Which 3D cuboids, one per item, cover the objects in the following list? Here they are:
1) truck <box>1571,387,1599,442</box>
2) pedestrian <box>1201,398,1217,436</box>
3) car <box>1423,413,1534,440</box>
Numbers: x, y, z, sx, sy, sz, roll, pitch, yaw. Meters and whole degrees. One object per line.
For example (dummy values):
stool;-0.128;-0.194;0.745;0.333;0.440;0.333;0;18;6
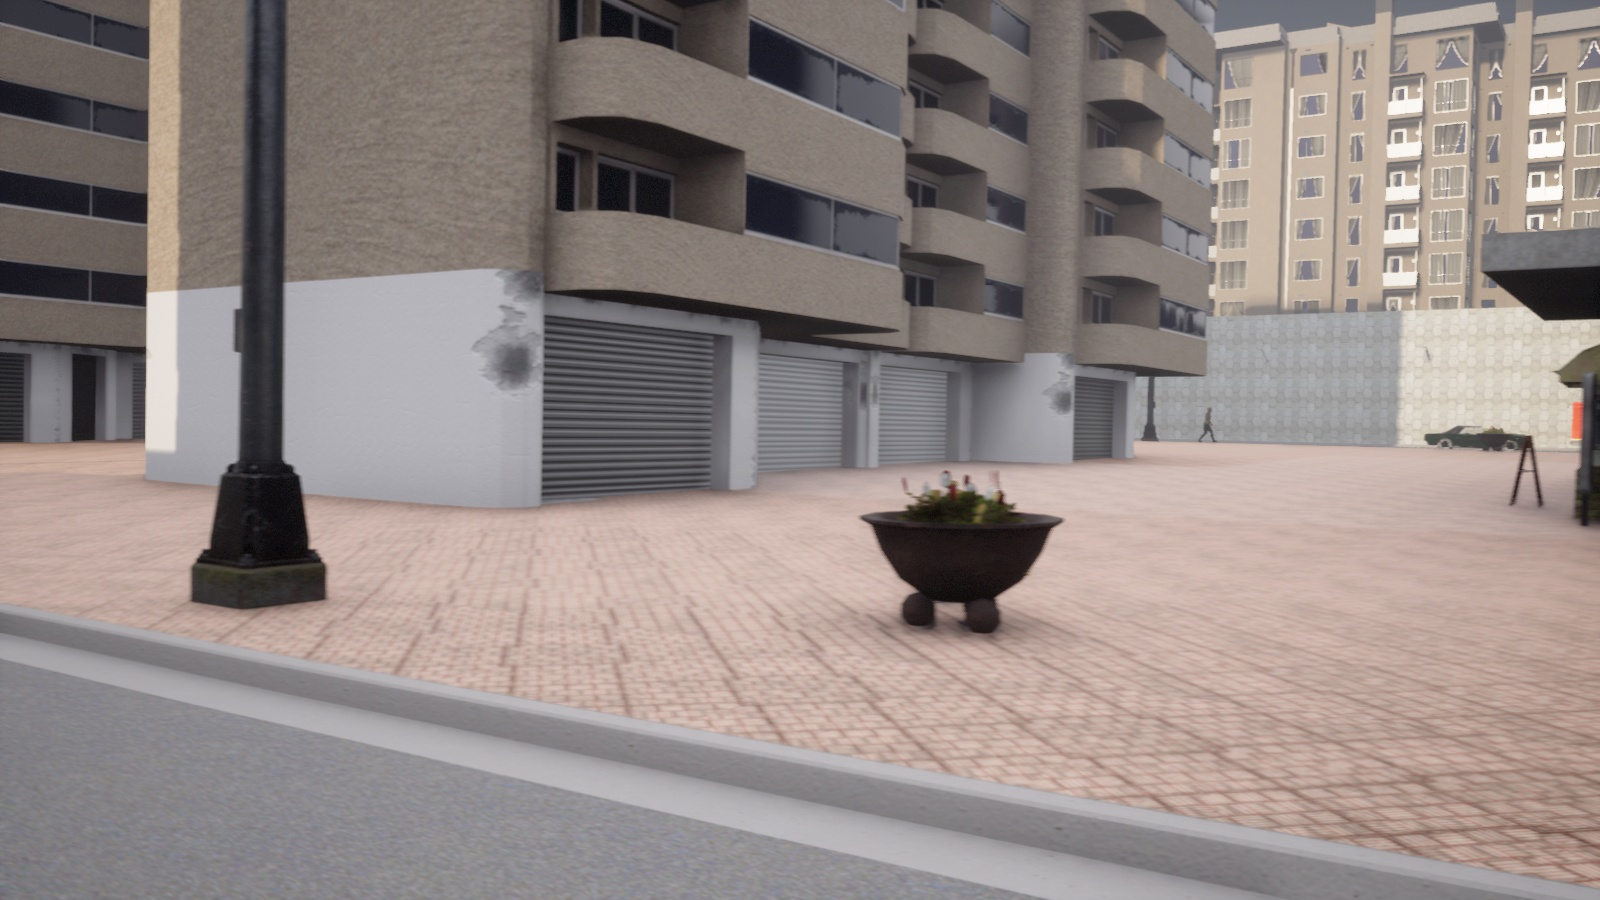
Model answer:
truck;37.869;-1.610;56.546;5.204;2.467;2.627;1;2;35
pedestrian;19.990;-1.631;61.358;0.634;1.846;0.331;1;1;32
car;34.246;-1.184;63.388;4.718;1.301;1.895;1;2;35
